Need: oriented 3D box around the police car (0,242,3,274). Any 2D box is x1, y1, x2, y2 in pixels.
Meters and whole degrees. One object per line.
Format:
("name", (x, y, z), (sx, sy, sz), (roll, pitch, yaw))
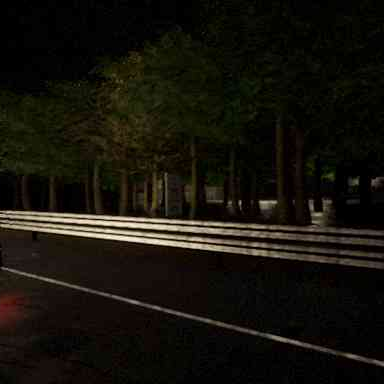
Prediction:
("police car", (-7.117, 1.499, 8.968), (5.238, 1.638, 1.930), (-1, 0, 35))
